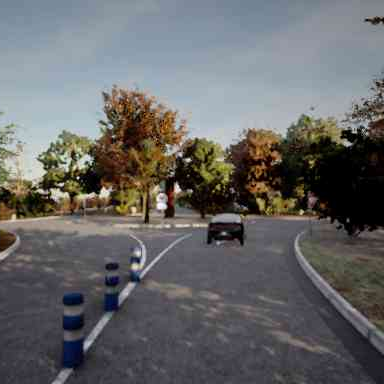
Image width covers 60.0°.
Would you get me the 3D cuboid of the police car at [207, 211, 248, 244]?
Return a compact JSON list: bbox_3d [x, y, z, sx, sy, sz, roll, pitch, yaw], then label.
[{"bbox_3d":[2.059,1.874,18.525,1.930,1.638,5.238,-1,-2,12],"label":"police car"}]
